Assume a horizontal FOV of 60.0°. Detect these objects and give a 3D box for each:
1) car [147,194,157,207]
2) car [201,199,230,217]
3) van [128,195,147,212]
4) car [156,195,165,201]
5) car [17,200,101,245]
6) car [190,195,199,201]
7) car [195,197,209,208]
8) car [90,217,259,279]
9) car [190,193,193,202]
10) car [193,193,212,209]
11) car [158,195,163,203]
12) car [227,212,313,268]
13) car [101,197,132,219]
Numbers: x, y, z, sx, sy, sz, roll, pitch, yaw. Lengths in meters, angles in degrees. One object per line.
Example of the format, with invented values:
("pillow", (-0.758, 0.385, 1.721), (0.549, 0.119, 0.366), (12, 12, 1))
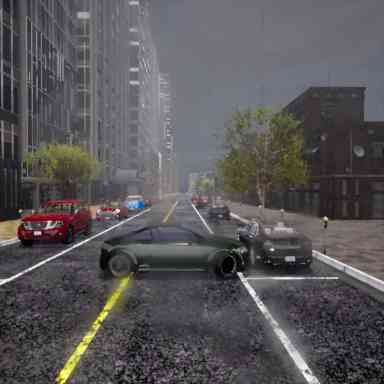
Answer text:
("car", (-6.913, 1.299, 49.584), (2.192, 1.841, 5.009), (-1, 0, -1))
("car", (2.051, 1.543, 26.918), (2.008, 1.369, 4.403), (-1, 0, -1))
("van", (-6.636, 1.329, 38.518), (1.690, 1.788, 3.998), (-1, 0, -1))
("car", (-7.736, 1.497, 82.613), (1.752, 1.417, 4.829), (-1, 0, -1))
("car", (-6.167, 1.310, 15.656), (2.192, 1.841, 5.009), (-1, 0, -1))
("car", (0.638, 1.538, 82.981), (1.947, 1.339, 4.313), (-1, 0, -1))
("car", (1.464, 1.509, 49.954), (1.752, 1.417, 4.829), (-1, 0, -1))
("car", (-0.453, 1.556, 9.454), (4.181, 1.385, 1.994), (0, 0, -1))
("car", (0.911, 1.291, 71.915), (2.192, 1.841, 5.009), (-1, 0, -1))
("car", (1.603, 1.301, 44.251), (2.192, 1.841, 5.009), (-1, 0, -1))
("car", (-7.325, 1.522, 66.184), (1.887, 1.381, 4.507), (-1, 0, -1))
("car", (2.566, 1.548, 11.058), (2.008, 1.369, 4.403), (-1, 0, -1))
("car", (-6.352, 1.432, 26.724), (1.967, 1.590, 4.097), (-1, 0, -1))
